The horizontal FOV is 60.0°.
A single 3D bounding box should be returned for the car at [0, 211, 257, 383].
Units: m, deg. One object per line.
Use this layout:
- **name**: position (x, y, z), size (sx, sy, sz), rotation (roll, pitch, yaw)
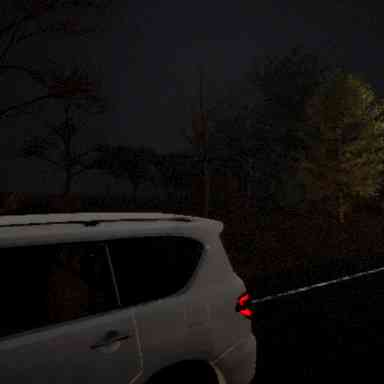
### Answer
- **car**: position (-1.973, 1.219, 2.460), size (5.566, 2.045, 2.150), rotation (1, 0, -35)
